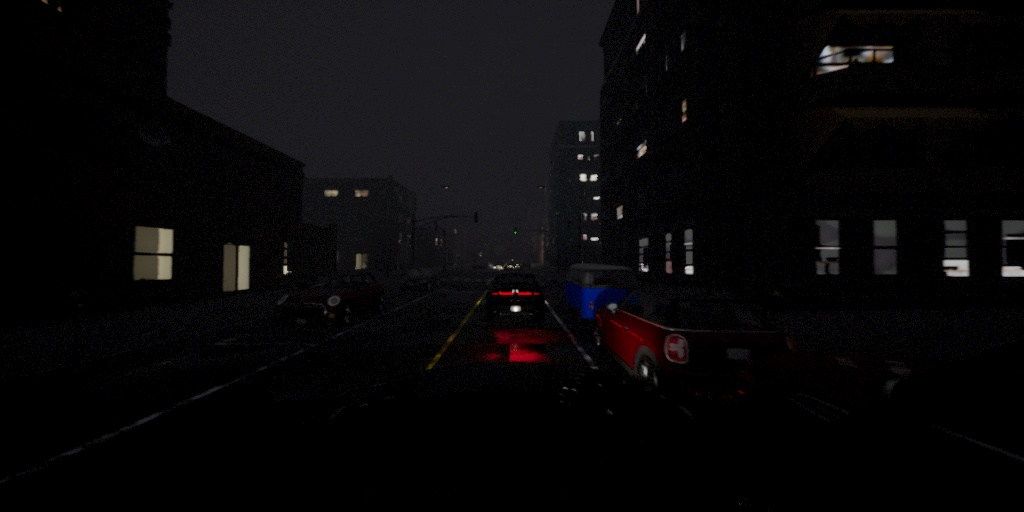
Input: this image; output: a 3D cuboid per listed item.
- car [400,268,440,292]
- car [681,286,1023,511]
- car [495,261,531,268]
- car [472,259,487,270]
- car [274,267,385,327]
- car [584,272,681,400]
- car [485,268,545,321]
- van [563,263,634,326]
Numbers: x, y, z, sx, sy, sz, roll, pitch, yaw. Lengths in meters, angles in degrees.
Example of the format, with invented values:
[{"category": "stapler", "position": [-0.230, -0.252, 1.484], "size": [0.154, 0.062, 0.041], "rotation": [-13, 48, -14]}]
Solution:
[{"category": "car", "position": [-5.678, 1.418, 22.465], "size": [2.007, 1.370, 4.403], "rotation": [0, 0, 0]}, {"category": "car", "position": [2.691, 1.060, 0.824], "size": [2.192, 1.841, 5.009], "rotation": [0, 0, 0]}, {"category": "car", "position": [0.145, 1.385, 26.892], "size": [2.128, 1.511, 4.902], "rotation": [0, 0, 1]}, {"category": "car", "position": [-5.731, 1.626, 60.420], "size": [1.888, 1.381, 4.507], "rotation": [0, 0, 0]}, {"category": "car", "position": [-5.684, 1.246, 11.651], "size": [1.967, 1.591, 4.097], "rotation": [0, 0, 0]}, {"category": "car", "position": [2.694, 1.216, 6.232], "size": [1.967, 1.591, 4.097], "rotation": [0, 0, 0]}, {"category": "car", "position": [0.107, 1.314, 12.682], "size": [1.837, 1.490, 4.892], "rotation": [0, -1, 0]}, {"category": "van", "position": [2.697, 1.147, 11.639], "size": [1.690, 1.789, 3.998], "rotation": [0, 0, 0]}]
